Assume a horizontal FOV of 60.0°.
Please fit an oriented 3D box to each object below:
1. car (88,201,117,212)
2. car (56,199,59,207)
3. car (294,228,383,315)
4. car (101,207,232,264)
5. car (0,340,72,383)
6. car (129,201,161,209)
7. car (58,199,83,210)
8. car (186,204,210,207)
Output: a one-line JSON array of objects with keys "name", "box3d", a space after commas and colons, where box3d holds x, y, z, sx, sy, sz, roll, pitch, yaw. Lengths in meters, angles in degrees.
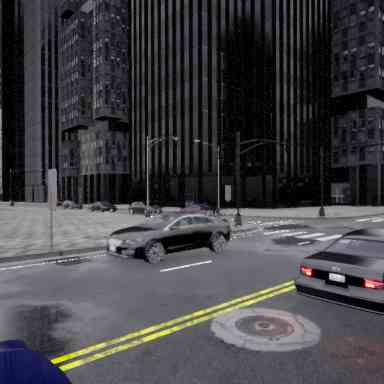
[{"name": "car", "box3d": [-11.919, 1.930, 44.074, 2.033, 1.411, 5.357, 0, 0, -42]}, {"name": "car", "box3d": [-26.093, 2.124, 64.721, 1.882, 1.535, 5.008, 0, 0, -42]}, {"name": "car", "box3d": [4.406, 1.547, 7.498, 5.357, 1.411, 2.033, 0, 0, -42]}, {"name": "car", "box3d": [-0.642, 1.491, 11.973, 4.902, 1.511, 2.128, 0, 0, -42]}, {"name": "car", "box3d": [-2.685, 1.601, 1.148, 4.718, 1.301, 1.895, 0, 0, -42]}, {"name": "car", "box3d": [-5.140, 1.782, 36.481, 1.837, 1.490, 4.892, 0, 0, -42]}, {"name": "car", "box3d": [-18.534, 1.993, 51.536, 1.837, 1.490, 4.892, 0, 0, -41]}, {"name": "car", "box3d": [0.704, 1.751, 29.936, 1.994, 1.385, 4.181, 0, 0, -43]}]
